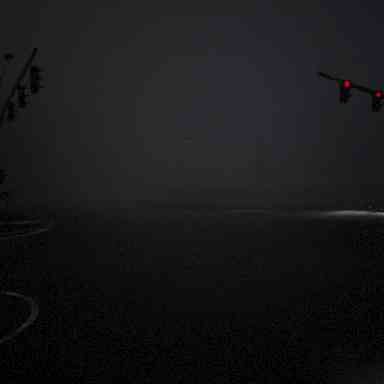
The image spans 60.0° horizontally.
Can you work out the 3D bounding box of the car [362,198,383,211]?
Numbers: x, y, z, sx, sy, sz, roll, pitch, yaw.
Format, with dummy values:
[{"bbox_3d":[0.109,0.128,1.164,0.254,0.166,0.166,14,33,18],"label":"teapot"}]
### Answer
[{"bbox_3d":[21.209,1.374,37.499,4.718,1.301,1.895,0,0,-35],"label":"car"}]
